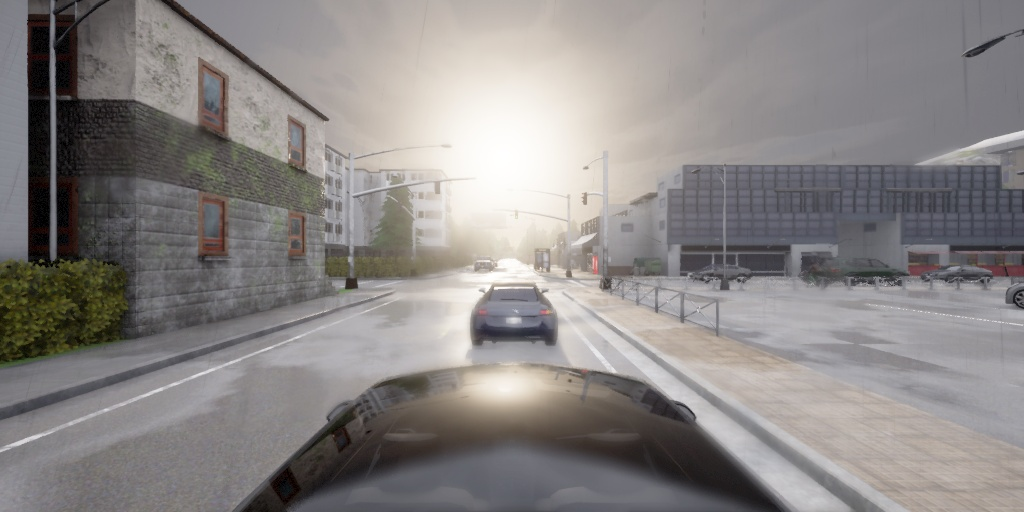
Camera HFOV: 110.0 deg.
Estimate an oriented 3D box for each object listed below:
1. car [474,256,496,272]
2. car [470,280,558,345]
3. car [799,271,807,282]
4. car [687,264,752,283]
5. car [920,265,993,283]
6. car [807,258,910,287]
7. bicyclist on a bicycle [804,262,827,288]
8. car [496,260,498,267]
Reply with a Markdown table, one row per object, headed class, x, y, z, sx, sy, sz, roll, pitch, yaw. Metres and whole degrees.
| class | x | y | z | sx | sy | sz | roll | pitch | yaw |
| --- | --- | --- | --- | --- | --- | --- | --- | --- | --- |
| car | -3.653 | 0.972 | 47.080 | 2.150 | 2.045 | 5.566 | 0 | 0 | 0 |
| car | 0.053 | 1.314 | 9.466 | 1.994 | 1.385 | 4.181 | 0 | 0 | 0 |
| car | 26.398 | 1.452 | 29.590 | 4.674 | 1.442 | 1.812 | 0 | 0 | 0 |
| car | 17.033 | 1.418 | 29.561 | 4.902 | 1.511 | 2.128 | 0 | 0 | 0 |
| car | 36.708 | 1.452 | 29.612 | 4.674 | 1.442 | 1.812 | 0 | 0 | 0 |
| car | 25.131 | 1.148 | 25.890 | 5.566 | 2.045 | 2.150 | 0 | 0 | 0 |
| bicyclist on a bicycle | 18.689 | 1.227 | 22.084 | 0.582 | 1.620 | 1.656 | 0 | 0 | 0 |
| car | -3.654 | 1.351 | 56.973 | 1.895 | 1.301 | 4.718 | 0 | 0 | 0 |
